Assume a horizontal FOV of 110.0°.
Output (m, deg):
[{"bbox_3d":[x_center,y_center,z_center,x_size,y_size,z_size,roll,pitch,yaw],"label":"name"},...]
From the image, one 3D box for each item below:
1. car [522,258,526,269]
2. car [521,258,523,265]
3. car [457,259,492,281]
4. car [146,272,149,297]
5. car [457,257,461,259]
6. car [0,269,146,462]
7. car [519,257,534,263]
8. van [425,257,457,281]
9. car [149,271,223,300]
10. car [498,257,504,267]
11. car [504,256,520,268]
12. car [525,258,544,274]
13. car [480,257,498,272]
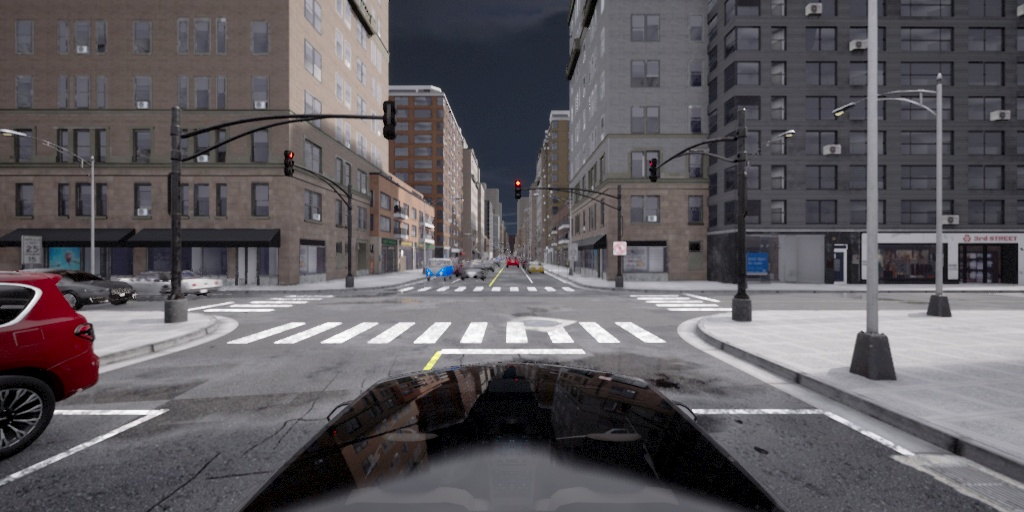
[{"bbox_3d":[2.706,1.282,45.872,2.007,1.370,4.403,0,0,0],"label":"car"},{"bbox_3d":[2.711,1.294,51.467,1.948,1.339,4.313,0,0,0],"label":"car"},{"bbox_3d":[-3.075,1.230,29.643,2.128,1.511,4.902,0,0,0],"label":"car"},{"bbox_3d":[-17.565,1.261,13.847,4.892,1.490,1.837,0,0,-2],"label":"car"},{"bbox_3d":[-5.830,1.051,34.666,2.192,1.841,5.009,0,0,0],"label":"car"},{"bbox_3d":[-5.858,1.065,2.122,2.192,1.841,5.009,0,0,0],"label":"car"},{"bbox_3d":[2.716,1.040,57.061,2.192,1.841,5.009,0,0,0],"label":"car"},{"bbox_3d":[-5.834,1.080,29.070,1.690,1.789,3.998,0,0,0],"label":"van"},{"bbox_3d":[-16.635,1.352,16.868,4.718,1.301,1.895,0,0,2],"label":"car"},{"bbox_3d":[-2.947,1.270,63.789,2.033,1.411,5.357,0,0,0],"label":"car"},{"bbox_3d":[0.150,0.945,60.954,2.150,2.045,5.566,0,0,0],"label":"car"},{"bbox_3d":[2.701,1.259,40.448,1.751,1.417,4.829,0,0,0],"label":"car"},{"bbox_3d":[-3.061,1.234,44.844,1.837,1.490,4.892,0,1,0],"label":"car"}]
